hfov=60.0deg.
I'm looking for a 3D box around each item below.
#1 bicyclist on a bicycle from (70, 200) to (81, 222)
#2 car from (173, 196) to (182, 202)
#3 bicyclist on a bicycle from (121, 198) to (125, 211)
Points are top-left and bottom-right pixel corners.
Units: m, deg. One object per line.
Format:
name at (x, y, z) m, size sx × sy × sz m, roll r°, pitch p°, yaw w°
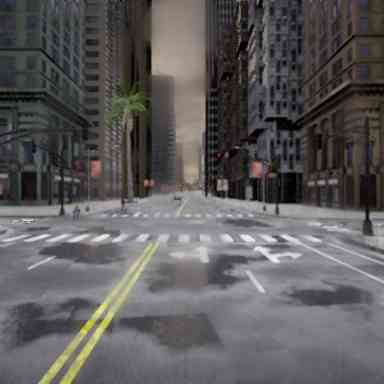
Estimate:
bicyclist on a bicycle at (-8.965, 1.455, 25.762) m, size 0.866 × 1.612 × 1.509 m, roll 1°, pitch 0°, yaw -2°
car at (-3.349, 1.506, 76.127) m, size 1.895 × 1.301 × 4.718 m, roll 0°, pitch 0°, yaw 0°
bicyclist on a bicycle at (-8.819, 1.630, 42.457) m, size 0.582 × 1.620 × 1.656 m, roll 0°, pitch 0°, yaw 0°
